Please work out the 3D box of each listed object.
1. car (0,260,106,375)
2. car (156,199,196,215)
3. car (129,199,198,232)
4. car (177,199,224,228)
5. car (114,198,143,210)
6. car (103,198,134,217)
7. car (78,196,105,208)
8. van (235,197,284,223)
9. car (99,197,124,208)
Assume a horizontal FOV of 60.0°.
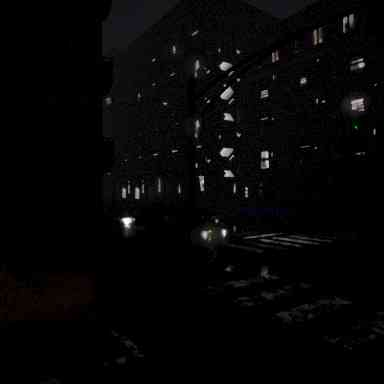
[{"bbox_3d":[-3.549,1.525,4.036,4.829,1.417,1.752,0,0,-35],"label":"car"},{"bbox_3d":[-1.755,1.449,34.242,1.752,1.417,4.829,0,0,-36],"label":"car"},{"bbox_3d":[-1.818,1.440,20.033,1.967,1.590,4.097,0,0,-36],"label":"car"},{"bbox_3d":[0.050,1.472,21.866,2.128,1.511,4.902,-1,0,-36],"label":"car"},{"bbox_3d":[-8.293,1.463,43.277,1.887,1.381,4.507,-1,0,-36],"label":"car"},{"bbox_3d":[-6.173,1.531,30.478,1.994,1.385,4.181,-1,0,-36],"label":"car"},{"bbox_3d":[-14.256,1.429,47.008,2.128,1.511,4.902,-1,0,-36],"label":"car"},{"bbox_3d":[4.982,1.280,24.930,1.690,1.788,3.998,0,0,-36],"label":"van"},{"bbox_3d":[-11.611,1.463,47.864,1.887,1.381,4.507,-1,0,-36],"label":"car"}]
